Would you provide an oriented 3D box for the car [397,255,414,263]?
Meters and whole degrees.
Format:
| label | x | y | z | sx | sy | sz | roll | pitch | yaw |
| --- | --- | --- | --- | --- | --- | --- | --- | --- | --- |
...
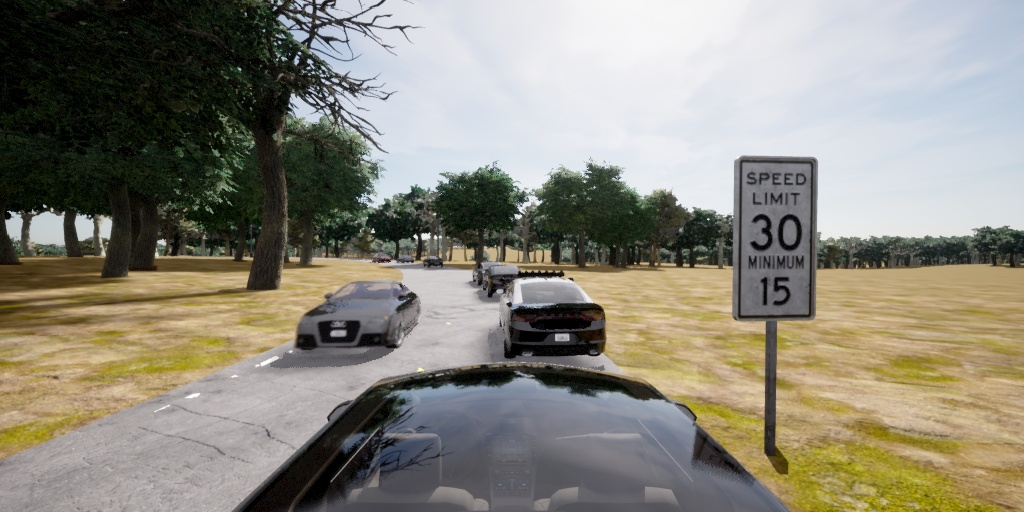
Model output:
| label | x | y | z | sx | sy | sz | roll | pitch | yaw |
| --- | --- | --- | --- | --- | --- | --- | --- | --- | --- |
| car | -18.437 | 0.514 | 61.886 | 1.994 | 1.385 | 4.181 | -1 | 1 | -35 |

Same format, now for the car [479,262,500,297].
| label | x | y | z | sx | sy | sz | roll | pitch | yaw |
| --- | --- | --- | --- | --- | --- | --- | --- | --- | --- |
| car | -0.473 | 1.174 | 18.666 | 1.882 | 1.535 | 5.008 | 0 | 1 | -9 |

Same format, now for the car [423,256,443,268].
| label | x | y | z | sx | sy | sz | roll | pitch | yaw |
| --- | --- | --- | --- | --- | --- | --- | --- | --- | --- |
| car | -10.589 | 0.703 | 47.799 | 1.882 | 1.535 | 5.008 | 0 | 1 | -25 |

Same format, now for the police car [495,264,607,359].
| label | x | y | z | sx | sy | sz | roll | pitch | yaw |
| --- | --- | --- | --- | --- | --- | --- | --- | --- | --- |
| police car | 0.675 | 1.167 | 8.627 | 1.930 | 1.638 | 5.238 | 0 | 0 | -4 |

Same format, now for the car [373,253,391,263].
| label | x | y | z | sx | sy | sz | roll | pitch | yaw |
| --- | --- | --- | --- | --- | --- | --- | --- | --- | --- |
| car | -22.269 | 0.308 | 61.386 | 2.097 | 1.767 | 4.553 | -1 | 1 | -35 |

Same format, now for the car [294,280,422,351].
| label | x | y | z | sx | sy | sz | roll | pitch | yaw |
| --- | --- | --- | --- | --- | --- | --- | --- | --- | --- |
| car | -3.516 | 1.314 | 8.946 | 1.994 | 1.385 | 4.181 | 0 | 0 | -4 |

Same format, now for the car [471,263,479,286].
| label | x | y | z | sx | sy | sz | roll | pitch | yaw |
| --- | --- | --- | --- | --- | --- | --- | --- | --- | --- |
| car | -1.615 | 1.143 | 24.689 | 1.837 | 1.490 | 4.892 | 0 | 1 | -12 |
